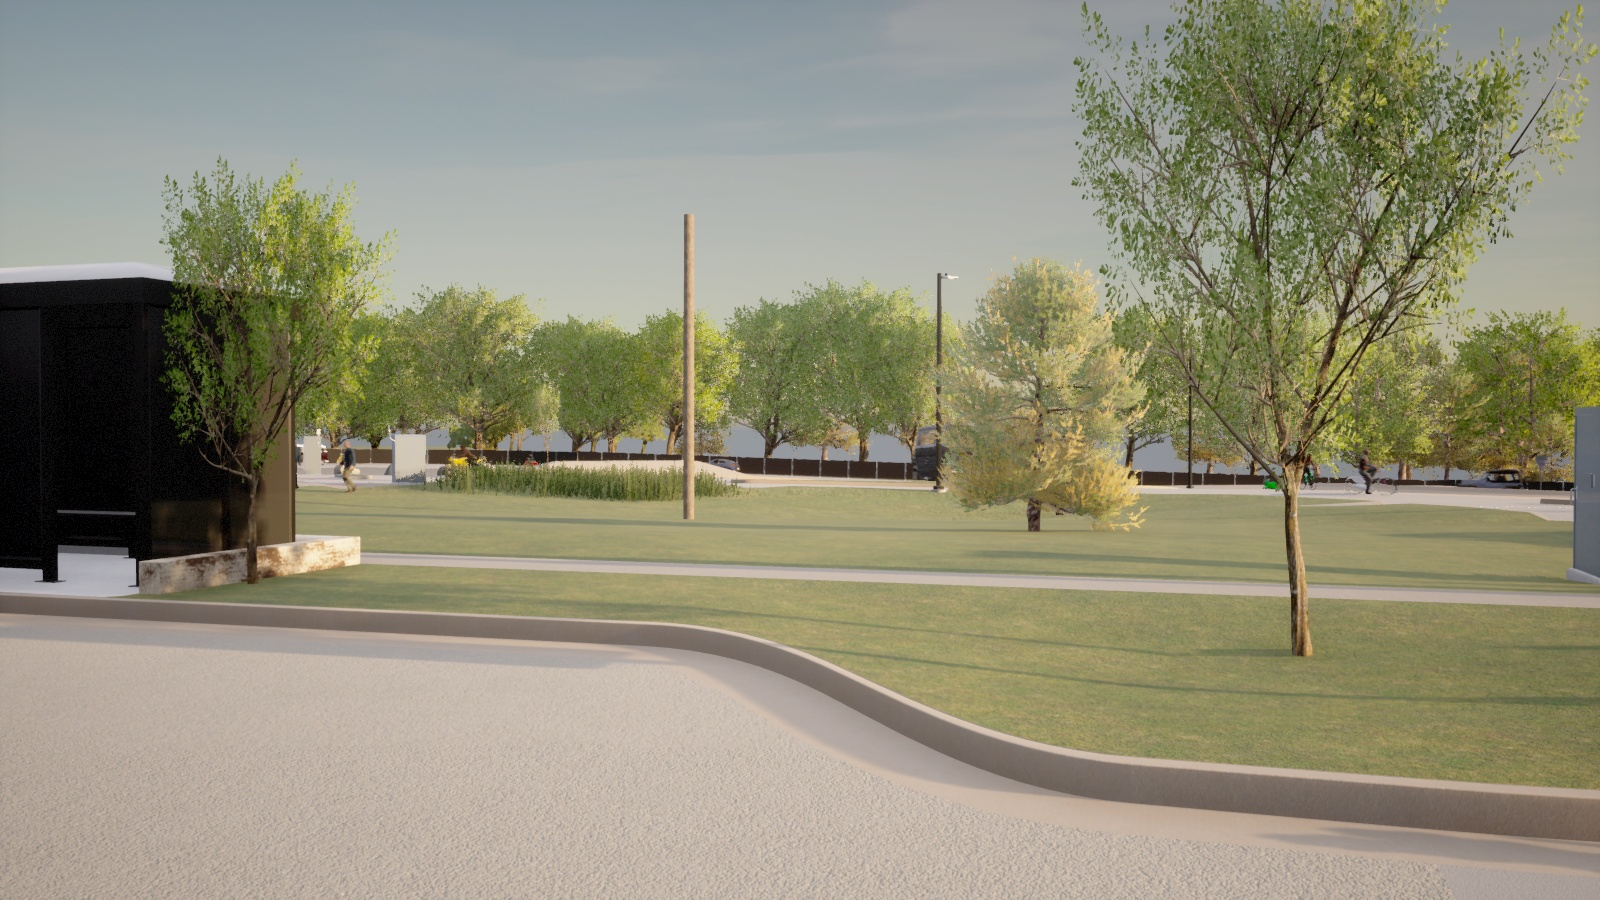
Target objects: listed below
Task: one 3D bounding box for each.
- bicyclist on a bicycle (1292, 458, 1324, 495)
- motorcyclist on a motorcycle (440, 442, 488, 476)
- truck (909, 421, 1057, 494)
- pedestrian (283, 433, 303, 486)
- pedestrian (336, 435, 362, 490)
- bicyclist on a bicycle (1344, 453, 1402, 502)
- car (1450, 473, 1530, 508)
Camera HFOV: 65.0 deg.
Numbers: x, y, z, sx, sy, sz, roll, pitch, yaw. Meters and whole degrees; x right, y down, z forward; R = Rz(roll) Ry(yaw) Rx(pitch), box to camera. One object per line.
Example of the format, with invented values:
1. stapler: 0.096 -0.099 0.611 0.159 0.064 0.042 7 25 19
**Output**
1. bicyclist on a bicycle: 22.501 1.159 55.637 0.582 1.620 1.656 1 -1 -5
2. motorcyclist on a motorcycle: -15.614 0.406 58.371 2.044 1.523 0.797 1 1 -20
3. truck: 10.062 0.482 68.591 7.936 3.462 2.891 4 -5 -31
4. pedestrian: -17.829 0.316 44.166 0.402 1.842 0.726 1 1 1
5. pedestrian: -15.293 0.410 42.564 0.402 1.842 0.726 1 1 44
6. bicyclist on a bicycle: 21.492 1.011 47.110 1.843 1.776 0.659 1 0 40
7. car: 41.276 2.424 75.185 3.866 1.878 1.905 1 -4 16
